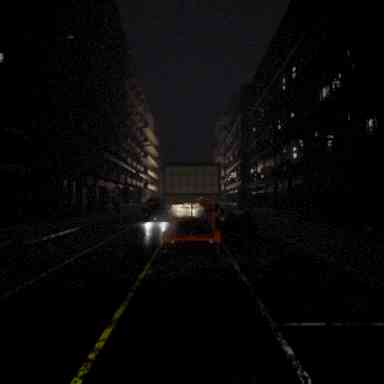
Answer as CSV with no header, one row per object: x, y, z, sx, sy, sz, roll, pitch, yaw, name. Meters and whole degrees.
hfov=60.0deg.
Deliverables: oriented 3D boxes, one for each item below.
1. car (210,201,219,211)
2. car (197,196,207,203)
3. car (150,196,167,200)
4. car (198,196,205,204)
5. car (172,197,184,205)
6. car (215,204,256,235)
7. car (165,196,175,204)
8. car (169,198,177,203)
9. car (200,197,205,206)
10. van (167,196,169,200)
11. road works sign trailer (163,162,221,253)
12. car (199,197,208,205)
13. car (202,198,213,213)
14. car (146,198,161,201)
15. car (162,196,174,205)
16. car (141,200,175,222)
2.583,1.673,25.135,1.752,1.417,4.829,1,0,0,car
2.549,1.950,85.802,2.192,1.841,5.009,1,-1,0,car
-5.293,1.619,47.150,2.192,1.841,5.009,2,0,0,car
2.580,1.980,63.677,1.887,1.381,4.507,1,-1,0,car
-2.755,2.033,69.023,1.994,1.385,4.181,0,-1,0,car
2.583,1.656,19.433,1.887,1.381,4.507,1,0,0,car
-5.297,1.899,80.330,2.192,1.841,5.009,1,-1,0,car
-5.304,2.255,91.390,1.947,1.339,4.313,1,-1,0,car
2.580,1.854,47.086,2.008,1.369,4.403,1,0,0,car
-5.295,1.731,58.208,1.690,1.788,3.998,2,0,0,van
-0.004,0.543,14.106,2.380,3.560,2.880,0,0,0,road works sign trailer
2.589,1.973,74.740,1.967,1.590,4.097,1,-1,0,car
2.581,1.807,41.554,1.887,1.381,4.507,1,0,0,car
-5.298,1.788,41.447,1.752,1.417,4.829,2,0,0,car
-5.296,1.849,74.800,2.192,1.841,5.009,1,-1,0,car
-2.850,1.717,28.494,2.033,1.411,5.357,0,0,0,car
